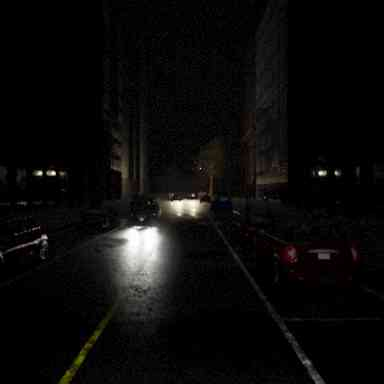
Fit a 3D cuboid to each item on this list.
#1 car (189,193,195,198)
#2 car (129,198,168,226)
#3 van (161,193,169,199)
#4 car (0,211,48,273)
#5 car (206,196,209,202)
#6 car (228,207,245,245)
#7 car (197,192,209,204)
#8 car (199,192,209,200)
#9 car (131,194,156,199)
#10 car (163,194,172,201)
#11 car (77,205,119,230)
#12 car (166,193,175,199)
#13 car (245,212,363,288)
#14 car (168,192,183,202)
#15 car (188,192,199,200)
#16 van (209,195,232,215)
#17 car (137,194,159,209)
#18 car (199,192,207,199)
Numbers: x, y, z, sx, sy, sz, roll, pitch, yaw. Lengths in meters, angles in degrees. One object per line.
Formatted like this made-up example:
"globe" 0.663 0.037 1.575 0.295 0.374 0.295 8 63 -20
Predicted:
"car" 0.023 0.978 95.261 1.882 1.535 5.008 0 0 0
"car" -3.094 1.416 22.948 2.128 1.511 4.902 0 0 0
"van" -5.649 1.039 71.206 1.690 1.788 3.998 0 0 0
"car" -5.665 1.412 9.177 1.967 1.590 4.097 0 0 0
"car" 2.869 1.388 37.522 1.752 1.417 4.829 0 0 0
"car" 2.862 1.535 14.791 1.802 1.307 4.206 0 0 0
"car" 2.365 1.280 58.492 1.812 1.442 4.674 0 0 0
"car" 2.878 0.974 82.468 2.192 1.841 5.009 0 0 0
"car" -5.657 1.179 37.373 2.192 1.841 5.009 0 0 0
"car" -5.648 1.243 76.845 1.947 1.339 4.313 0 0 0
"car" -5.662 1.485 20.455 2.008 1.369 4.403 0 0 0
"car" -5.646 1.083 88.123 1.967 1.590 4.097 0 0 0
"car" 2.861 1.411 9.149 1.967 1.590 4.097 0 0 0
"car" -3.001 1.236 63.926 1.837 1.490 4.892 0 0 0
"car" 0.019 1.129 76.930 1.994 1.385 4.181 0 0 0
"van" 2.867 1.231 31.709 1.690 1.788 3.998 0 0 0
"car" -5.656 1.151 43.013 2.192 1.841 5.009 0 0 0
"car" 2.879 0.957 88.107 2.192 1.841 5.009 0 0 0
